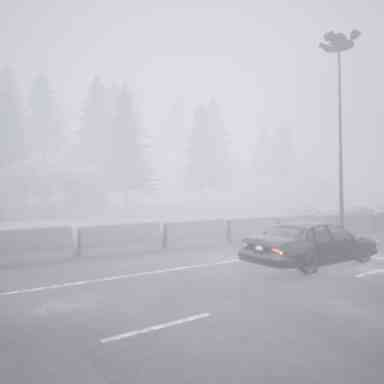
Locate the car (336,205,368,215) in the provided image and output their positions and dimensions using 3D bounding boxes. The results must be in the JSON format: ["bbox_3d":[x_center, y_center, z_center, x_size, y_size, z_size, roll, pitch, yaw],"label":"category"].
[{"bbox_3d":[20.012,2.306,39.769,5.357,1.411,2.033,2,-1,-35],"label":"car"}]

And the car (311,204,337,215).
[{"bbox_3d":[17.703,2.274,42.416,4.674,1.442,1.812,2,-1,-35],"label":"car"}]

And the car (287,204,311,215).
[{"bbox_3d":[14.960,2.325,44.762,4.718,1.301,1.895,2,-1,-35],"label":"car"}]

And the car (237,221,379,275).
[{"bbox_3d":[3.937,1.673,10.859,5.357,1.411,2.033,1,-1,-36],"label":"car"}]

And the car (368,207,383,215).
[{"bbox_3d":[21.844,2.277,36.775,4.674,1.442,1.812,2,-1,-35],"label":"car"}]
